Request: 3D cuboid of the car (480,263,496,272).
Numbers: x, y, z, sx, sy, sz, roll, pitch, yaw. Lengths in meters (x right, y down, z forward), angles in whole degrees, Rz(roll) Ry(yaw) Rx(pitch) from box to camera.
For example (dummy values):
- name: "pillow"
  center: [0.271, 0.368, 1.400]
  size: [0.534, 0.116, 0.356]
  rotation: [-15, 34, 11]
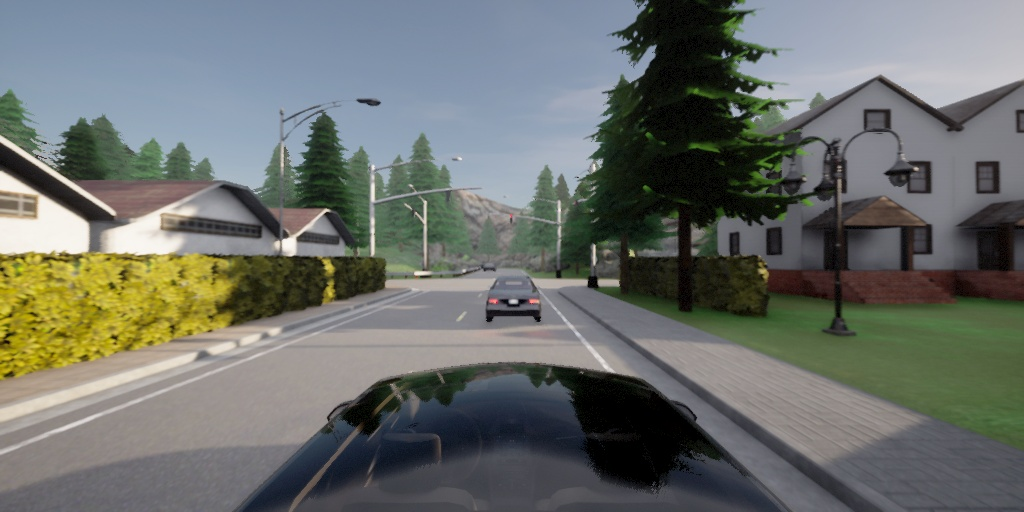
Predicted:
- name: "car"
  center: [-3.585, 1.778, 57.417]
  size: [1.882, 1.535, 5.008]
  rotation: [0, -1, 0]

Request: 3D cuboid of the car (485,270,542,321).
- name: "car"
  center: [0.059, 1.409, 13.021]
  size: [2.033, 1.411, 5.357]
  rotation: [0, -1, 0]
